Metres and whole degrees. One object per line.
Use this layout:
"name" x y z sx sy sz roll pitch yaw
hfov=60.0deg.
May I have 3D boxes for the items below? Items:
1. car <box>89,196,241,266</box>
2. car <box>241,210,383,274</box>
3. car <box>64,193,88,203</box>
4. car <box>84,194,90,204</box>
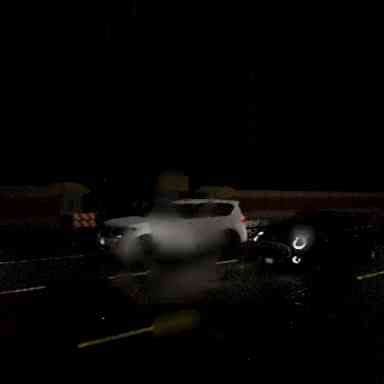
"car" -0.515 1.257 12.022 5.566 2.045 2.150 1 0 -34
"car" 4.108 1.419 10.891 4.553 1.767 2.097 1 0 -34
"car" -21.614 1.129 62.068 3.866 1.878 1.905 1 0 -34
"car" -19.967 1.135 59.631 3.866 1.878 1.905 1 0 -34
